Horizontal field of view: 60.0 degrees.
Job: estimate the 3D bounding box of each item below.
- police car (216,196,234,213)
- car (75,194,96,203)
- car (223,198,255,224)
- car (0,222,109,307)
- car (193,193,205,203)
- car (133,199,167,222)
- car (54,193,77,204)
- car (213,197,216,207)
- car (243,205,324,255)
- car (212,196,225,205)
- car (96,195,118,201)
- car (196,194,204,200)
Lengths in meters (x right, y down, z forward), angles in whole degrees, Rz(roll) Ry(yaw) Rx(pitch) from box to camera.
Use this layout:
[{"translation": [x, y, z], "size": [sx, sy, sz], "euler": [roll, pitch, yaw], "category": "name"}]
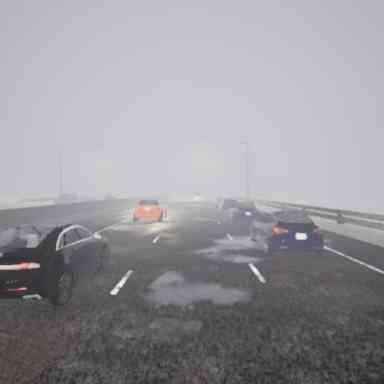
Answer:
[{"translation": [3.896, 1.344, 35.061], "size": [1.930, 1.638, 5.238], "euler": [0, 0, 1], "category": "police car"}, {"translation": [-16.638, 1.401, 54.182], "size": [2.128, 1.511, 4.902], "euler": [0, 0, 2], "category": "car"}, {"translation": [3.695, 1.442, 24.060], "size": [2.163, 1.488, 4.792], "euler": [0, 0, 1], "category": "car"}, {"translation": [-3.365, 1.468, 7.917], "size": [2.128, 1.511, 4.902], "euler": [0, 0, 0], "category": "car"}, {"translation": [1.319, 1.150, 66.047], "size": [2.150, 2.045, 5.566], "euler": [0, 0, 2], "category": "car"}, {"translation": [-3.166, 1.286, 25.966], "size": [2.097, 1.767, 4.553], "euler": [0, 0, 1], "category": "car"}, {"translation": [-20.148, 1.130, 53.823], "size": [2.150, 2.045, 5.566], "euler": [0, 0, 2], "category": "car"}, {"translation": [4.163, 1.473, 45.871], "size": [1.994, 1.385, 4.181], "euler": [0, 0, 2], "category": "car"}, {"translation": [3.564, 1.467, 13.138], "size": [2.163, 1.488, 4.792], "euler": [0, 0, 1], "category": "car"}, {"translation": [4.502, 1.460, 56.789], "size": [2.033, 1.411, 5.357], "euler": [0, 0, 2], "category": "car"}, {"translation": [-13.172, 1.262, 53.204], "size": [2.097, 1.767, 4.553], "euler": [0, 0, 2], "category": "car"}, {"translation": [2.089, 1.331, 83.474], "size": [1.994, 1.385, 4.181], "euler": [0, 0, 3], "category": "car"}]
